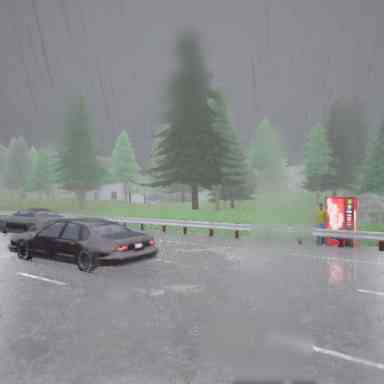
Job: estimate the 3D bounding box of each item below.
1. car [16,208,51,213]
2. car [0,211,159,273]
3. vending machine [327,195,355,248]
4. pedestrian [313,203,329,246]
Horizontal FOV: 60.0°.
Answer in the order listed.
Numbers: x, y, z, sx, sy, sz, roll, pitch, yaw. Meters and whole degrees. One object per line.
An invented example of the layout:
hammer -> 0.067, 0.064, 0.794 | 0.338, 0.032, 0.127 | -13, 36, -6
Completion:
car -> -8.475, 1.564, 17.708 | 4.181, 1.385, 1.994 | 0, 0, 31
car -> -3.596, 1.547, 10.617 | 5.357, 1.411, 2.033 | 0, 0, 33
vending machine -> 6.321, 1.195, 14.092 | 0.880, 2.100, 1.100 | 0, 0, 35
pedestrian -> 5.396, 1.294, 13.903 | 0.375, 1.860, 0.375 | 0, 0, 35
